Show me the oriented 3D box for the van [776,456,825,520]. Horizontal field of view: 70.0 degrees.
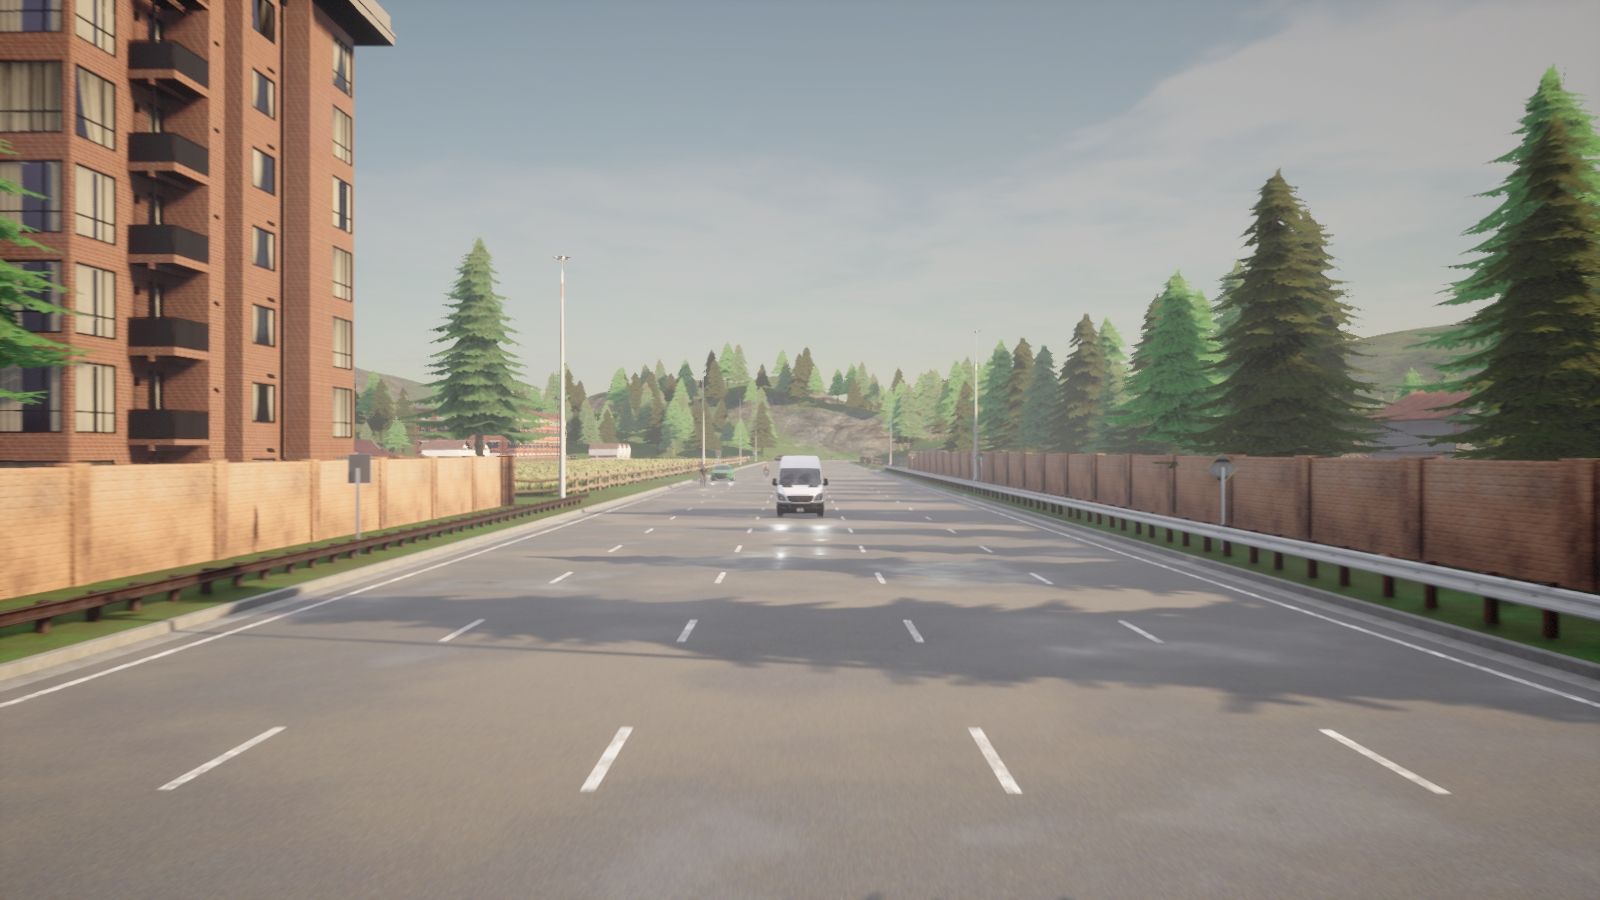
[{"bbox_3d":[0.012,1.534,48.768,1.988,2.561,5.915,0,0,0],"label":"van"}]
